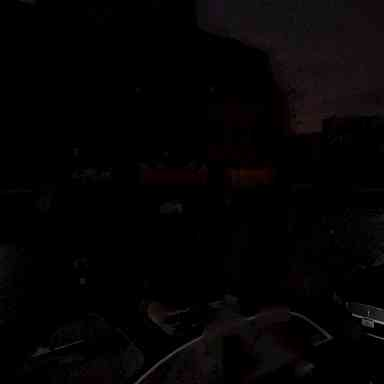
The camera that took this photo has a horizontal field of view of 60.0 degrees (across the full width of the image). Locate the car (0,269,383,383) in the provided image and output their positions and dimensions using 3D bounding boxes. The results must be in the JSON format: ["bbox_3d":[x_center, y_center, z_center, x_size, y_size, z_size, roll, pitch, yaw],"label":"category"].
[{"bbox_3d":[-0.268,1.550,2.643,4.403,1.369,2.008,0,-2,-35],"label":"car"}]

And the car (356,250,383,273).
[{"bbox_3d":[4.172,1.549,5.801,4.403,1.369,2.008,0,-2,-35],"label":"car"}]
